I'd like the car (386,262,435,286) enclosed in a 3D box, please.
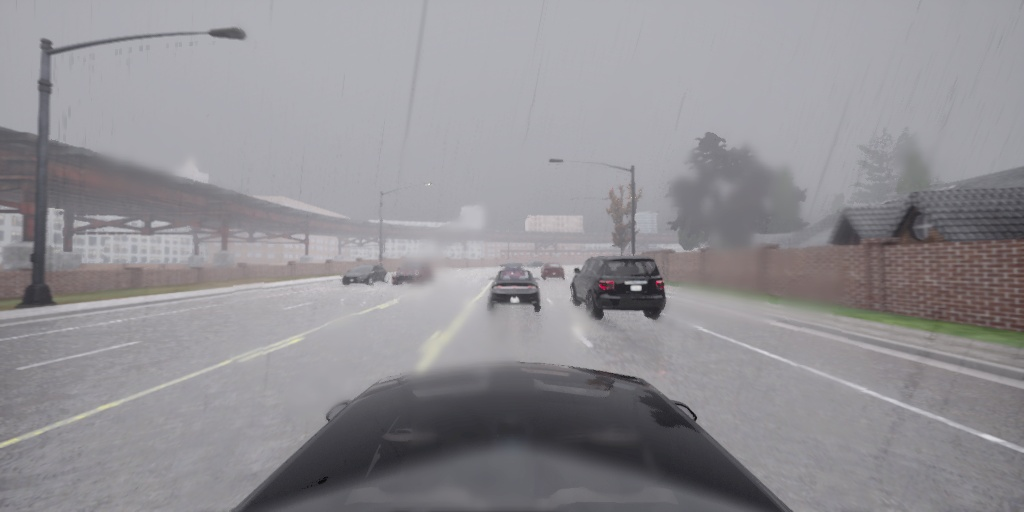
[{"bbox_3d":[-7.037,1.201,25.912,2.097,1.767,4.553,0,0,1],"label":"car"}]

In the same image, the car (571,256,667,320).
[{"bbox_3d":[3.599,1.020,13.065,2.150,2.045,5.566,0,0,0],"label":"car"}]

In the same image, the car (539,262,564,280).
[{"bbox_3d":[3.760,1.350,33.179,1.882,1.535,5.008,0,0,4],"label":"car"}]

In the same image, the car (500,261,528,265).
[{"bbox_3d":[0.181,1.436,31.963,1.994,1.385,4.181,0,0,2],"label":"car"}]

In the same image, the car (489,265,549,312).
[{"bbox_3d":[0.099,1.296,14.616,2.128,1.511,4.902,0,0,0],"label":"car"}]

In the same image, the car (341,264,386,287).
[{"bbox_3d":[-10.540,1.354,26.079,1.837,1.490,4.892,0,0,1],"label":"car"}]
